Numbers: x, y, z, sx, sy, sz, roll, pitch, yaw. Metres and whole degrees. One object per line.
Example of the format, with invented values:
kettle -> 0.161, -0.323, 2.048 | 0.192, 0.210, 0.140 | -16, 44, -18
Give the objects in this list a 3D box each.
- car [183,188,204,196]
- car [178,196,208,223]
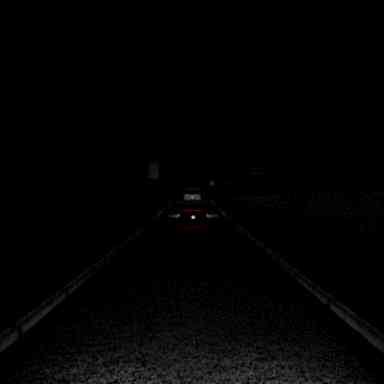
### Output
car -> 0.056, 0.547, 40.356 | 2.150, 2.045, 5.566 | 0, 2, 0
car -> 0.076, 1.338, 24.139 | 1.837, 1.490, 4.892 | 0, 1, 0
